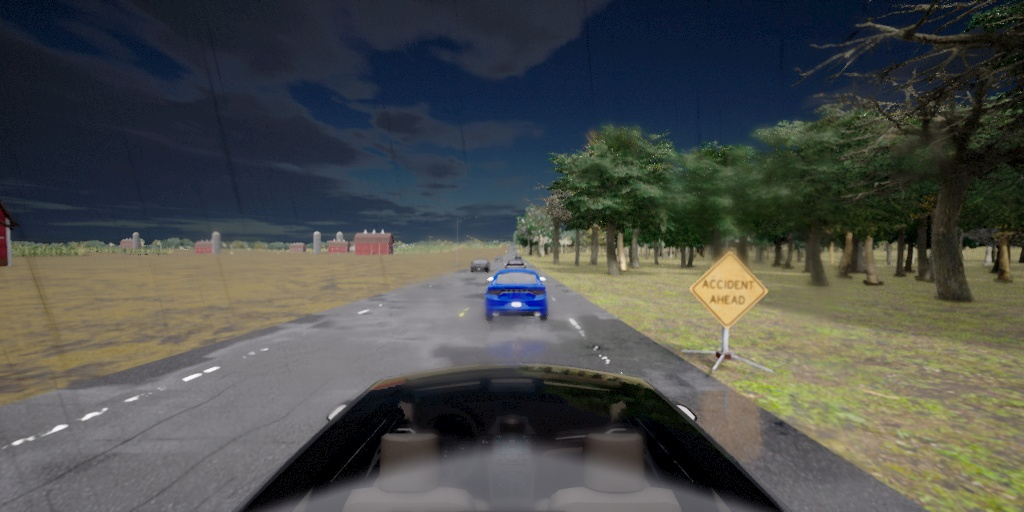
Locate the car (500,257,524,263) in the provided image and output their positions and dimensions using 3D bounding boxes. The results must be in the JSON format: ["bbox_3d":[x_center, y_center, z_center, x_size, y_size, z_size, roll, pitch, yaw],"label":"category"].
[{"bbox_3d":[0.314,1.078,32.294,2.128,1.511,4.902,0,0,0],"label":"car"}]

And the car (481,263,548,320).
[{"bbox_3d":[0.159,1.179,12.458,1.882,1.535,5.008,0,1,1],"label":"car"}]

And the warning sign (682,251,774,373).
[{"bbox_3d":[3.580,0.847,6.058,1.300,1.860,1.060,0,0,0],"label":"warning sign"}]

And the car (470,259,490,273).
[{"bbox_3d":[-3.330,1.020,38.579,1.882,1.535,5.008,0,0,0],"label":"car"}]
